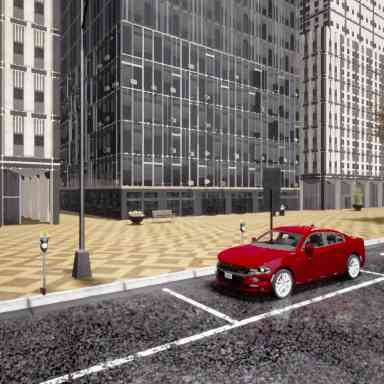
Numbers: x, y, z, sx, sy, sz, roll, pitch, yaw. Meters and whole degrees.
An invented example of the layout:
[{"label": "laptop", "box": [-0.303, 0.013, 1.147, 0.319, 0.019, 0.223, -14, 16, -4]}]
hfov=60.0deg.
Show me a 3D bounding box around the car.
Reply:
[{"label": "car", "box": [2.606, 1.545, 8.422, 4.507, 1.381, 1.887, 0, 0, -36]}]
